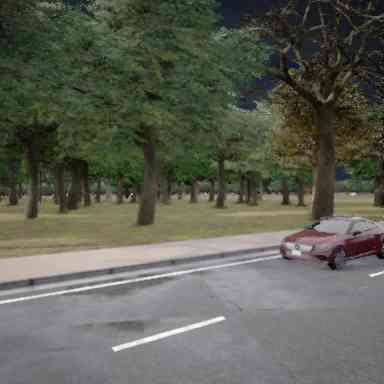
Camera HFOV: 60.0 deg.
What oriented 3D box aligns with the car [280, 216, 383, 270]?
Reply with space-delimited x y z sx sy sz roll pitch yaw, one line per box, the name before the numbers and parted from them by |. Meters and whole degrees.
car | 5.000 1.559 11.252 4.674 1.442 1.812 0 0 -36
